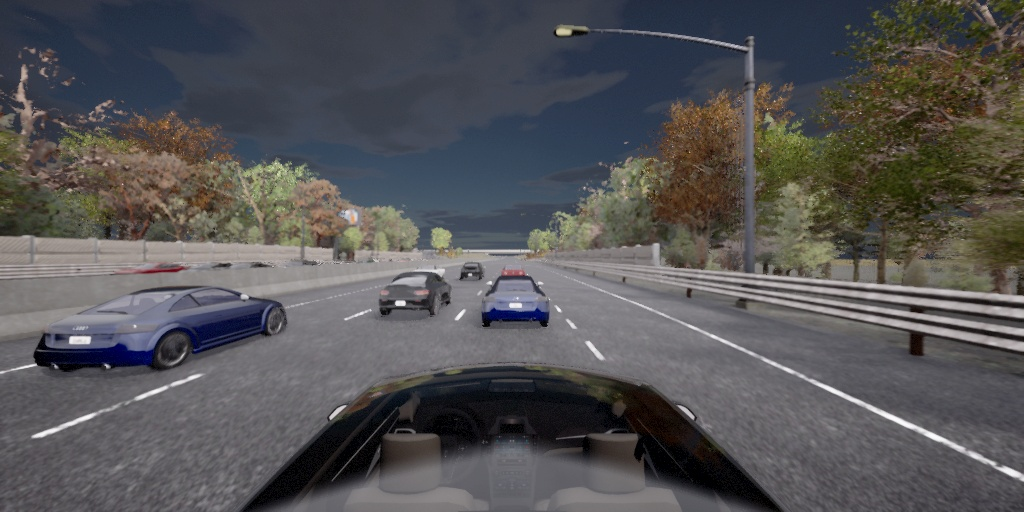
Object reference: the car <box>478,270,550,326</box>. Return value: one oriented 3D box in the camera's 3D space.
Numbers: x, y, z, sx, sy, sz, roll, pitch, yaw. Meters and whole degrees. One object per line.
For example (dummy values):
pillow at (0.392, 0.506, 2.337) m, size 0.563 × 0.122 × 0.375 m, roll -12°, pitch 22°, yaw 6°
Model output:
car at (0.097, 1.319, 11.774) m, size 1.994 × 1.385 × 4.181 m, roll 0°, pitch 0°, yaw 0°

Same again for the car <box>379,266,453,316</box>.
car at (-3.403, 1.281, 13.244) m, size 1.812 × 1.442 × 4.674 m, roll 0°, pitch 0°, yaw 0°

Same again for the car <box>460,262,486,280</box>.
car at (-3.409, 1.279, 31.605) m, size 1.837 × 1.490 × 4.892 m, roll 0°, pitch 0°, yaw 0°

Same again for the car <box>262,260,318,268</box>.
car at (-17.603, 1.122, 29.264) m, size 2.097 × 1.767 × 4.553 m, roll 0°, pitch 0°, yaw 0°

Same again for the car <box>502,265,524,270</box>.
car at (0.093, 1.373, 30.106) m, size 1.895 × 1.301 × 4.718 m, roll 0°, pitch 0°, yaw 0°

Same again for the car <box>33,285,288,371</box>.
car at (-6.902, 1.316, 7.735) m, size 1.994 × 1.385 × 4.181 m, roll 0°, pitch 0°, yaw 0°

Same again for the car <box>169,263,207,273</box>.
car at (-24.603, 1.275, 29.336) m, size 1.837 × 1.490 × 4.892 m, roll 0°, pitch 0°, yaw 0°

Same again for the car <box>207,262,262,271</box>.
car at (-21.103, 1.274, 28.537) m, size 1.837 × 1.490 × 4.892 m, roll 0°, pitch 0°, yaw 0°

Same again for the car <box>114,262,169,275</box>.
car at (-28.102, 1.246, 28.218) m, size 1.882 × 1.535 × 5.008 m, roll 0°, pitch 0°, yaw 0°
